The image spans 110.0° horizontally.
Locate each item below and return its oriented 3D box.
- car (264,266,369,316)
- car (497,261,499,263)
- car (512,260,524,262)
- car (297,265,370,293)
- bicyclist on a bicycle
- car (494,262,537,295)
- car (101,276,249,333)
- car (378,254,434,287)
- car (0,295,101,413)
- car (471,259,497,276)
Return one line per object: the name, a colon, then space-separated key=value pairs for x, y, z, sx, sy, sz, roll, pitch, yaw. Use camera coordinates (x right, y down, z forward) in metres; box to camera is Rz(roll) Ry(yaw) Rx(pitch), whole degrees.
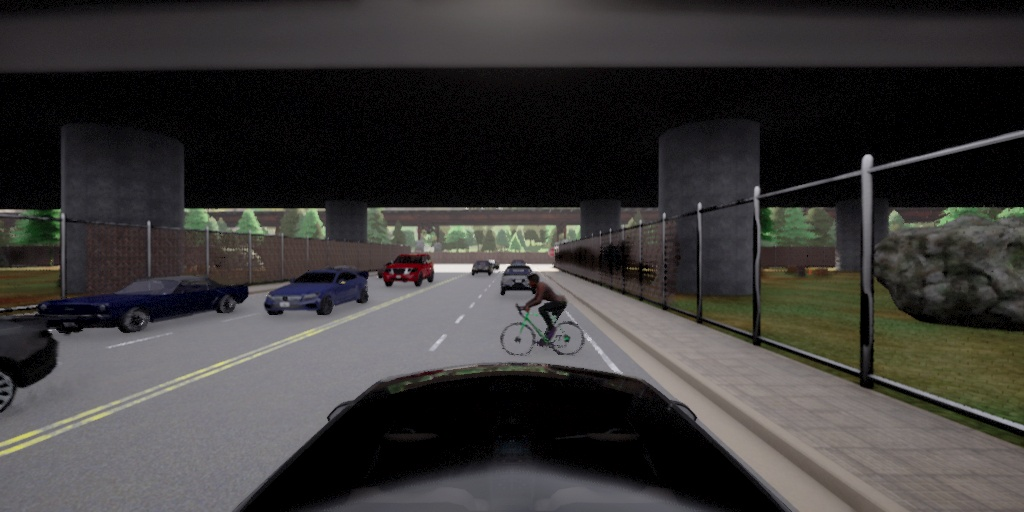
car: x=-6.930 y=1.224 z=13.321 sx=1.812 sy=1.442 sz=4.674 roll=0 pitch=0 yaw=1
car: x=-2.703 y=1.118 z=46.948 sx=1.994 sy=1.385 sz=4.181 roll=0 pitch=0 yaw=1
car: x=0.686 y=1.133 z=39.868 sx=2.033 sy=1.411 sz=5.357 roll=0 pitch=0 yaw=1
car: x=-10.306 y=1.264 z=21.193 sx=1.895 sy=1.301 sz=4.718 roll=0 pitch=0 yaw=1
bicyclist on a bicycle: x=0.590 y=1.170 z=7.014 sx=1.656 sy=1.620 sz=0.582 roll=-1 pitch=0 yaw=1
car: x=0.356 y=1.221 z=19.333 sx=2.033 sy=1.411 sz=5.357 roll=0 pitch=0 yaw=1
car: x=-10.482 y=1.310 z=10.728 sx=1.895 sy=1.301 sz=4.718 roll=0 pitch=0 yaw=1
car: x=-6.756 y=0.873 z=24.146 sx=2.150 sy=2.045 sz=5.566 roll=0 pitch=0 yaw=0
car: x=-7.109 y=1.236 z=2.766 sx=2.128 sy=1.511 sz=4.902 roll=0 pitch=0 yaw=1
car: x=-2.882 y=1.151 z=35.507 sx=2.033 sy=1.411 sz=5.357 roll=0 pitch=0 yaw=1
